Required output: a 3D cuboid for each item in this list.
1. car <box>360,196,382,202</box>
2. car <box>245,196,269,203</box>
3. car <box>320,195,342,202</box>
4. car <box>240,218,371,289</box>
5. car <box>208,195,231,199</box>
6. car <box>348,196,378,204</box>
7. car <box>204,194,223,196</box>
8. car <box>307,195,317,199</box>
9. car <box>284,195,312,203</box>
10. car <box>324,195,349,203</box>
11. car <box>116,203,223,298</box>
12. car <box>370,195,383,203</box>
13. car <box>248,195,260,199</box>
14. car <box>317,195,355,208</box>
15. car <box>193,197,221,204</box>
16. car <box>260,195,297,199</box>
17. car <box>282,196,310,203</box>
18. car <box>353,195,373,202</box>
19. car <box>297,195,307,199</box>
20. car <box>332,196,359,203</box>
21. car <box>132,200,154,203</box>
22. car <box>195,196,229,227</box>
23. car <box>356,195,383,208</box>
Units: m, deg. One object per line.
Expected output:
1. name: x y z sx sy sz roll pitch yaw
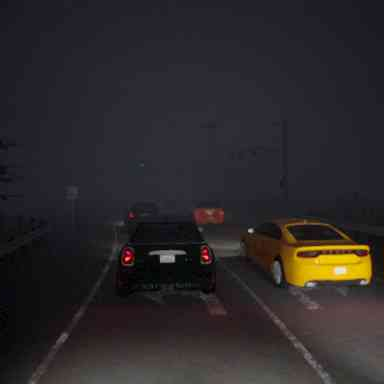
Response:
1. car: 38.864 1.507 72.129 4.718 1.301 1.895 0 0 -27
2. car: 13.069 1.496 66.764 4.181 1.385 1.994 0 0 -17
3. car: 30.166 1.470 72.068 4.181 1.385 1.994 0 0 -19
4. car: 2.748 1.468 9.242 1.882 1.535 5.008 0 0 -6
5. car: 5.103 1.550 53.492 4.718 1.301 1.895 0 0 -17
6. car: 31.612 1.432 61.449 4.902 1.511 2.128 0 0 -17
7. car: 3.476 1.453 56.655 4.892 1.490 1.837 0 0 -17
8. car: 23.187 1.497 58.911 4.181 1.385 1.994 0 0 -17
9. car: 20.814 1.428 65.447 4.902 1.511 2.128 0 0 -17
10. car: 29.575 1.445 68.141 4.674 1.442 1.812 0 0 -17
11. car: -0.728 1.346 8.768 2.097 1.767 4.553 0 0 -6
12. car: 39.272 1.440 68.401 4.902 1.511 2.128 0 0 -23
13. car: 13.034 1.291 59.519 4.553 1.767 2.097 0 0 -17
14. car: 20.924 1.492 47.094 5.357 1.411 2.033 0 0 -17
15. car: 2.776 1.546 60.095 4.718 1.301 1.895 0 0 -17
16. car: 14.639 1.432 56.361 4.902 1.511 2.128 0 0 -17
17. car: 21.664 1.465 69.360 5.357 1.411 2.033 0 0 -17
18. car: 39.141 1.460 76.290 4.181 1.385 1.994 0 0 -27
19. car: 21.420 1.284 61.992 4.553 1.767 2.097 0 0 -16
20. car: 29.758 1.448 64.528 4.674 1.442 1.812 0 0 -17
21. car: -3.062 1.340 20.382 2.097 1.767 4.553 0 0 -14
22. car: 0.921 1.333 22.877 2.097 1.767 4.553 0 0 -5
23. car: 24.679 1.509 44.571 4.181 1.385 1.994 0 0 -17
